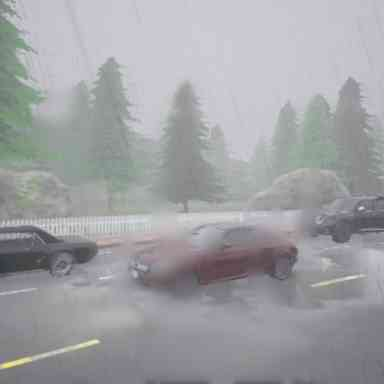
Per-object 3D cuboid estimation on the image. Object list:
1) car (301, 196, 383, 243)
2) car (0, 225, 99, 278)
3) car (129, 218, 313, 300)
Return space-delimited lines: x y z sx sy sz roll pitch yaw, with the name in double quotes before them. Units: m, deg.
"car" 7.913 1.236 16.090 5.566 2.045 2.150 0 0 -20
"car" -5.076 1.601 8.812 4.718 1.301 1.895 0 0 -34
"car" 0.729 1.530 8.476 4.674 1.442 1.812 0 0 -32
